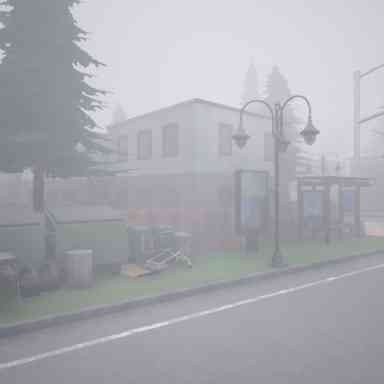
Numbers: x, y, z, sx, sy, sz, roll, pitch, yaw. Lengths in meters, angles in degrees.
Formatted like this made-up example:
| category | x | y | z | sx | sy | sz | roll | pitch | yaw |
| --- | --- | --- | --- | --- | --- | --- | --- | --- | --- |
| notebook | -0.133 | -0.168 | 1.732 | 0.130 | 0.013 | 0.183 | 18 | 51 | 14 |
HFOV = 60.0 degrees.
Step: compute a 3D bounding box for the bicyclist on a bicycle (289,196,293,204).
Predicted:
| category | x | y | z | sx | sy | sz | roll | pitch | yaw |
| --- | --- | --- | --- | --- | --- | --- | --- | --- | --- |
| bicyclist on a bicycle | 10.687 | 1.284 | 36.345 | 0.582 | 1.620 | 1.656 | 0 | 0 | 44 |
